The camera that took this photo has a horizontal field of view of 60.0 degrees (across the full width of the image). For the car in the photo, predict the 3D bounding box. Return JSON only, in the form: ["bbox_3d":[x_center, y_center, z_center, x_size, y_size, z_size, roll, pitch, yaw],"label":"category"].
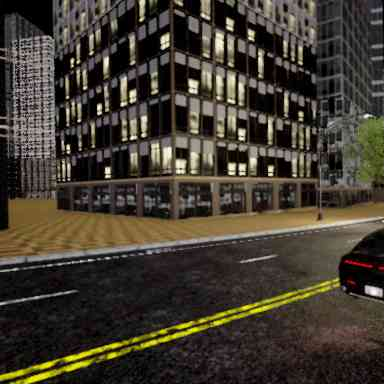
[{"bbox_3d":[5.171,1.539,7.459,4.892,1.490,1.837,0,0,-38],"label":"car"}]
